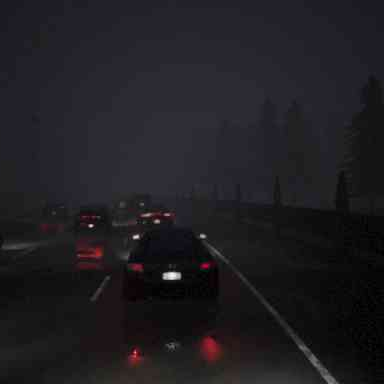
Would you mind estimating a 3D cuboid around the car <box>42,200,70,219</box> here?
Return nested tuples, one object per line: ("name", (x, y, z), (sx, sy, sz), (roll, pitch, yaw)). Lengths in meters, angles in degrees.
("car", (-11.471, 1.453, 28.281), (2.128, 1.511, 4.902), (0, 0, -17))

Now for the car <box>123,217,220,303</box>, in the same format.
("car", (-0.543, 1.552, 8.275), (1.994, 1.385, 4.181), (0, 0, -5))

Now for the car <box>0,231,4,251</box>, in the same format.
("car", (-7.724, 1.512, 10.415), (1.812, 1.442, 4.674), (0, 0, -6))

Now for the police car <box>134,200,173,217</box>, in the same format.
("police car", (-2.377, 1.472, 20.778), (2.038, 1.542, 4.974), (0, 0, -11))

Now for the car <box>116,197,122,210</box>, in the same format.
("car", (-8.733, 1.397, 42.287), (1.801, 1.575, 5.366), (0, 0, -19))

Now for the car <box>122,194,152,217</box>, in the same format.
("car", (-4.904, 1.178, 30.681), (2.150, 2.045, 5.566), (0, 0, -16))

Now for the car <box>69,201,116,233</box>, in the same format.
("car", (-5.625, 1.476, 19.334), (1.837, 1.490, 4.892), (0, 0, -11))
